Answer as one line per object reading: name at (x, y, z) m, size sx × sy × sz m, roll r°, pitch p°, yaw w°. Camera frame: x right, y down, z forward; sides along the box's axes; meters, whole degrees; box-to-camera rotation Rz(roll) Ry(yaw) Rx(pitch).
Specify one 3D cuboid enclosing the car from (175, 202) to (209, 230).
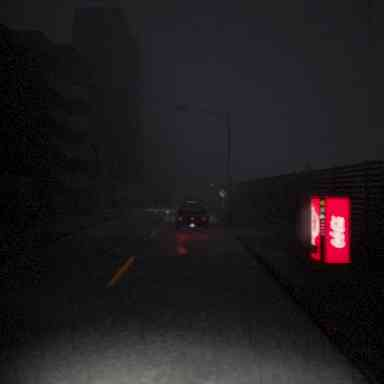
car at (0.005, 1.494, 20.304) m, size 1.895 × 1.301 × 4.718 m, roll 0°, pitch 0°, yaw 0°

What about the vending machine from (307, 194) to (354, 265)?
vending machine at (4.301, 1.134, 10.381) m, size 1.100 × 2.100 × 0.880 m, roll 0°, pitch 0°, yaw 0°

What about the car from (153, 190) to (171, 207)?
car at (-3.997, 0.767, 45.350) m, size 2.150 × 2.045 × 5.566 m, roll 0°, pitch 0°, yaw 0°

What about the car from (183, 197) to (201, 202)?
car at (0.009, 1.268, 38.565) m, size 2.128 × 1.511 × 4.902 m, roll 0°, pitch 0°, yaw 0°

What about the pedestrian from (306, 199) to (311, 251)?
pedestrian at (4.191, 1.122, 11.432) m, size 0.375 × 1.860 × 0.375 m, roll 0°, pitch 0°, yaw 0°
